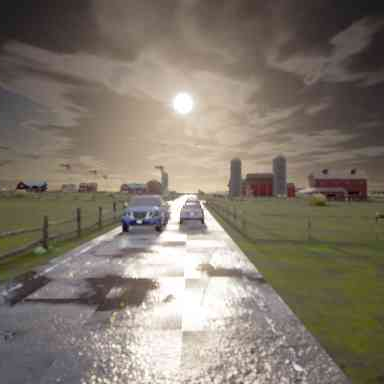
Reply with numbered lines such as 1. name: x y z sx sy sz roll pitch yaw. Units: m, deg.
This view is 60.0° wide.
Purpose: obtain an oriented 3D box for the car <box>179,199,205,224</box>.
1. car: 0.022 1.533 24.947 2.033 1.411 5.357 0 0 1

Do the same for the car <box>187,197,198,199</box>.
1. car: 0.082 1.453 43.825 1.882 1.535 5.008 0 0 0

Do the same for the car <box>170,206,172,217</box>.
1. car: -2.749 1.488 28.244 1.837 1.490 4.892 0 0 0

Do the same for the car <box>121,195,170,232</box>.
1. car: -2.755 1.212 20.255 2.150 2.045 5.566 0 0 0
